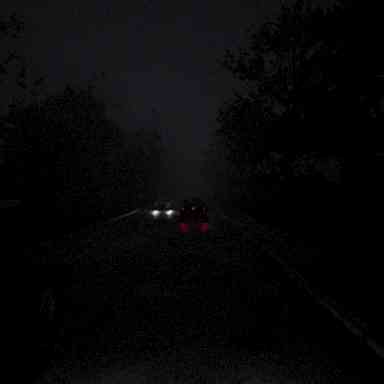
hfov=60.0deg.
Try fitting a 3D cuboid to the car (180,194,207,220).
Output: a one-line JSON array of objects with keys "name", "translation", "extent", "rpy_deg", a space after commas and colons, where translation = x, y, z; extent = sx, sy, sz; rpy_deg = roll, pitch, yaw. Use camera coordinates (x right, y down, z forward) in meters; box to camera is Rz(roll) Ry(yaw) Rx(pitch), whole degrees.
[{"name": "car", "translation": [0.112, 1.255, 27.165], "extent": [2.097, 1.767, 4.553], "rpy_deg": [0, 0, 0]}]

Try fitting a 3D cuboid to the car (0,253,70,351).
[{"name": "car", "translation": [-3.346, 1.602, 4.343], "extent": [1.895, 1.301, 4.718], "rpy_deg": [0, 0, 0]}]

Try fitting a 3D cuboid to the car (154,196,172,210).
[{"name": "car", "translation": [-3.328, 1.270, 38.899], "extent": [1.882, 1.535, 5.008], "rpy_deg": [0, 1, 0]}]

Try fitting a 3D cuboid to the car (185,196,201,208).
[{"name": "car", "translation": [0.118, 1.302, 44.255], "extent": [1.994, 1.385, 4.181], "rpy_deg": [0, 1, 0]}]

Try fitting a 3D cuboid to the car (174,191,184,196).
[{"name": "car", "translation": [-3.106, 0.349, 79.946], "extent": [2.097, 1.767, 4.553], "rpy_deg": [0, 1, 2]}]
